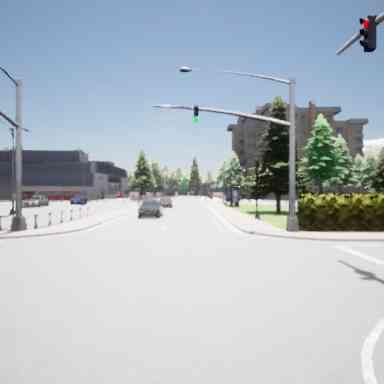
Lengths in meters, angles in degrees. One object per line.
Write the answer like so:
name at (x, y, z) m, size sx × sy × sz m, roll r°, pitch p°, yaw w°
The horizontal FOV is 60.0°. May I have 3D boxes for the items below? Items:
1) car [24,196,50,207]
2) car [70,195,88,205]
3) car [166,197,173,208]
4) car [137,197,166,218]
car at (-20.517, 1.281, 44.055) m, size 1.970 × 1.475 × 3.806 m, roll 0°, pitch 0°, yaw 0°
car at (-17.465, 1.253, 51.447) m, size 1.845 × 1.501 × 3.633 m, roll 0°, pitch 0°, yaw 0°
car at (-3.580, 1.419, 45.221) m, size 1.812 × 1.442 × 4.674 m, roll 0°, pitch 0°, yaw 0°
car at (-3.598, 1.435, 29.302) m, size 1.837 × 1.490 × 4.892 m, roll 0°, pitch 0°, yaw 0°
